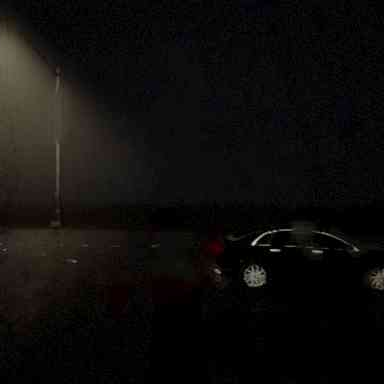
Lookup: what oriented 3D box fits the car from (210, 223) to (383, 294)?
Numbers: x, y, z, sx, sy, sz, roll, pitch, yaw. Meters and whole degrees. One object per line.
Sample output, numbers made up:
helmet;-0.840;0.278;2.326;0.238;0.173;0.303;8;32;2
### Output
car;2.936;1.605;8.632;4.892;1.490;1.837;0;0;4
